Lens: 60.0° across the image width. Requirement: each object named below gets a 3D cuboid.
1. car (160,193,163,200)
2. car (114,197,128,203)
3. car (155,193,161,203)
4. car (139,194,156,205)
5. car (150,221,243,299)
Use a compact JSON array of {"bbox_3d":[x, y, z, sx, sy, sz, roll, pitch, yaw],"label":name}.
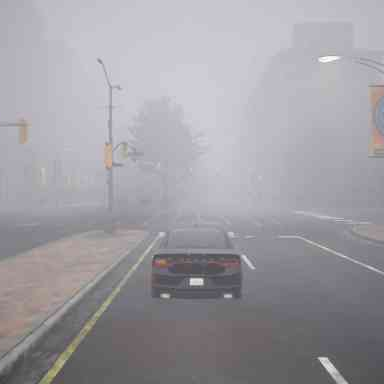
[{"bbox_3d":[-7.676,1.225,76.533,2.150,2.045,5.566,0,0,0],"label":"car"},{"bbox_3d":[-14.463,1.595,67.895,1.895,1.301,4.718,0,0,0],"label":"car"},{"bbox_3d":[-7.756,1.526,65.782,1.812,1.442,4.674,0,0,1],"label":"car"},{"bbox_3d":[-7.843,1.505,56.523,1.837,1.490,4.892,0,0,1],"label":"car"},{"bbox_3d":[0.114,1.478,8.512,1.882,1.535,5.008,0,0,1],"label":"car"}]
